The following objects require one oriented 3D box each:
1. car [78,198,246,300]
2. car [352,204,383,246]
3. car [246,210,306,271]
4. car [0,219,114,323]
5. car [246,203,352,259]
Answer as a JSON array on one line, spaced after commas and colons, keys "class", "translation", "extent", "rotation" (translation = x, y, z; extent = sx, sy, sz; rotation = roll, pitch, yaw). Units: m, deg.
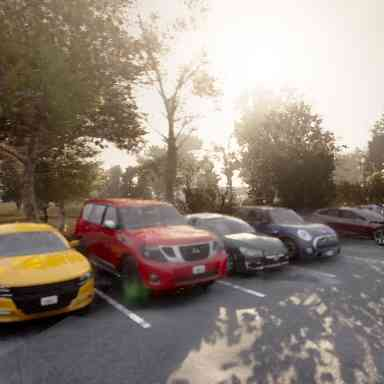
[{"class": "car", "translation": [-1.464, 1.219, 8.984], "extent": [2.435, 2.045, 5.566], "rotation": [0, 0, -36]}, {"class": "car", "translation": [7.603, 1.468, 15.455], "extent": [2.163, 1.488, 4.792], "rotation": [0, 0, -36]}, {"class": "car", "translation": [0.783, 1.464, 10.630], "extent": [2.231, 1.521, 4.892], "rotation": [0, 0, -36]}, {"class": "car", "translation": [-3.750, 1.476, 7.391], "extent": [2.097, 1.535, 5.008], "rotation": [0, 0, -35]}, {"class": "car", "translation": [3.035, 1.330, 12.268], "extent": [2.185, 1.767, 4.553], "rotation": [0, 0, -36]}]
